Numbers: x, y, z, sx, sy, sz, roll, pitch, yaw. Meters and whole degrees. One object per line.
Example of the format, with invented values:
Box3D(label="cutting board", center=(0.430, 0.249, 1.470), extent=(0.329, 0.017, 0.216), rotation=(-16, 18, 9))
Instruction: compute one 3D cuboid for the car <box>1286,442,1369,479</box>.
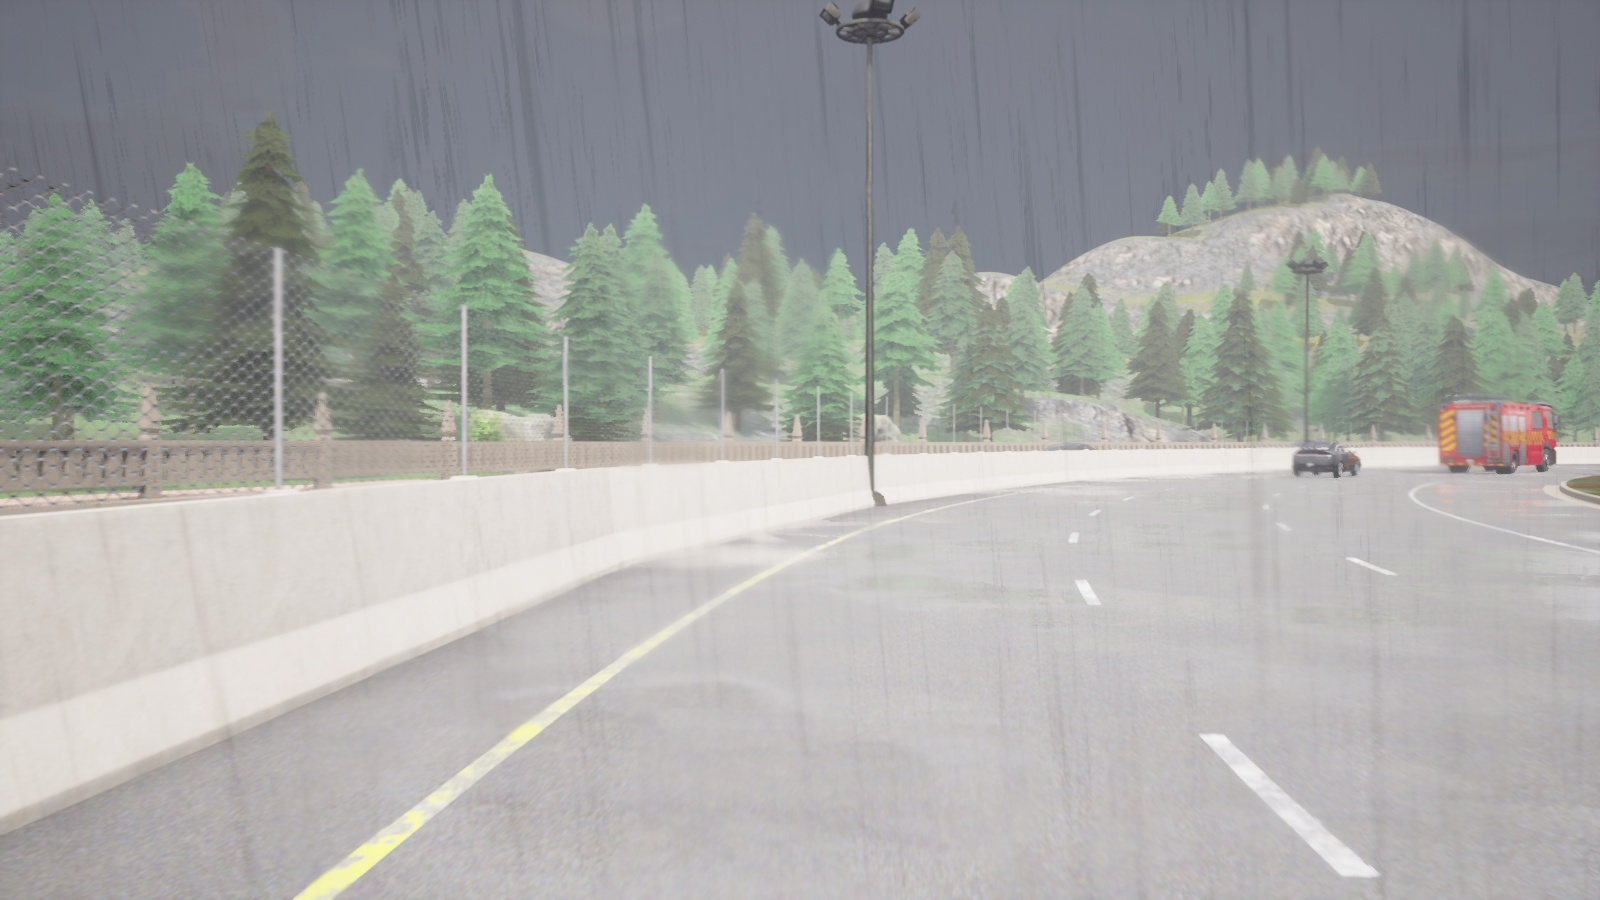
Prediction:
Box3D(label="car", center=(22.894, 0.427, 54.421), extent=(2.128, 1.511, 4.902), rotation=(0, 0, 38))

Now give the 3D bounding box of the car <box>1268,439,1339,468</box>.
Box3D(label="car", center=(31.142, 0.209, 77.694), extent=(4.553, 1.767, 2.097), rotation=(0, 0, -39))

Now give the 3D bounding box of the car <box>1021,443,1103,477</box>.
Box3D(label="car", center=(12.011, 0.444, 57.377), extent=(1.837, 1.490, 4.892), rotation=(0, 0, 36))

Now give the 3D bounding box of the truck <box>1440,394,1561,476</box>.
Box3D(label="truck", center=(35.024, -0.724, 62.601), extent=(8.468, 3.827, 2.891), rotation=(0, 0, -44))
